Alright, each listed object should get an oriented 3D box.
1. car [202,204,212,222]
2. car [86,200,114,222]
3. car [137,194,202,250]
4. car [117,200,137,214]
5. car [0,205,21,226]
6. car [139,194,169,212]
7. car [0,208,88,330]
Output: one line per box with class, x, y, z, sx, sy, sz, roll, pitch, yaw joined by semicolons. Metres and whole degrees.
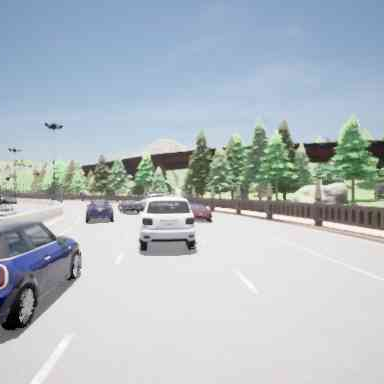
car;0.135;1.577;26.104;1.994;1.385;4.181;0;0;-15
car;-7.488;1.397;26.988;2.097;1.767;4.553;0;0;-16
car;-1.185;1.234;14.612;2.150;2.045;5.566;0;0;-8
car;-7.019;1.595;36.880;2.033;1.411;5.357;0;0;-21
car;-14.210;1.672;24.580;1.895;1.301;4.718;0;0;-16
car;-4.738;1.264;40.656;2.150;2.045;5.566;0;0;-23
car;-3.886;1.372;7.040;2.097;1.767;4.553;0;0;-4
